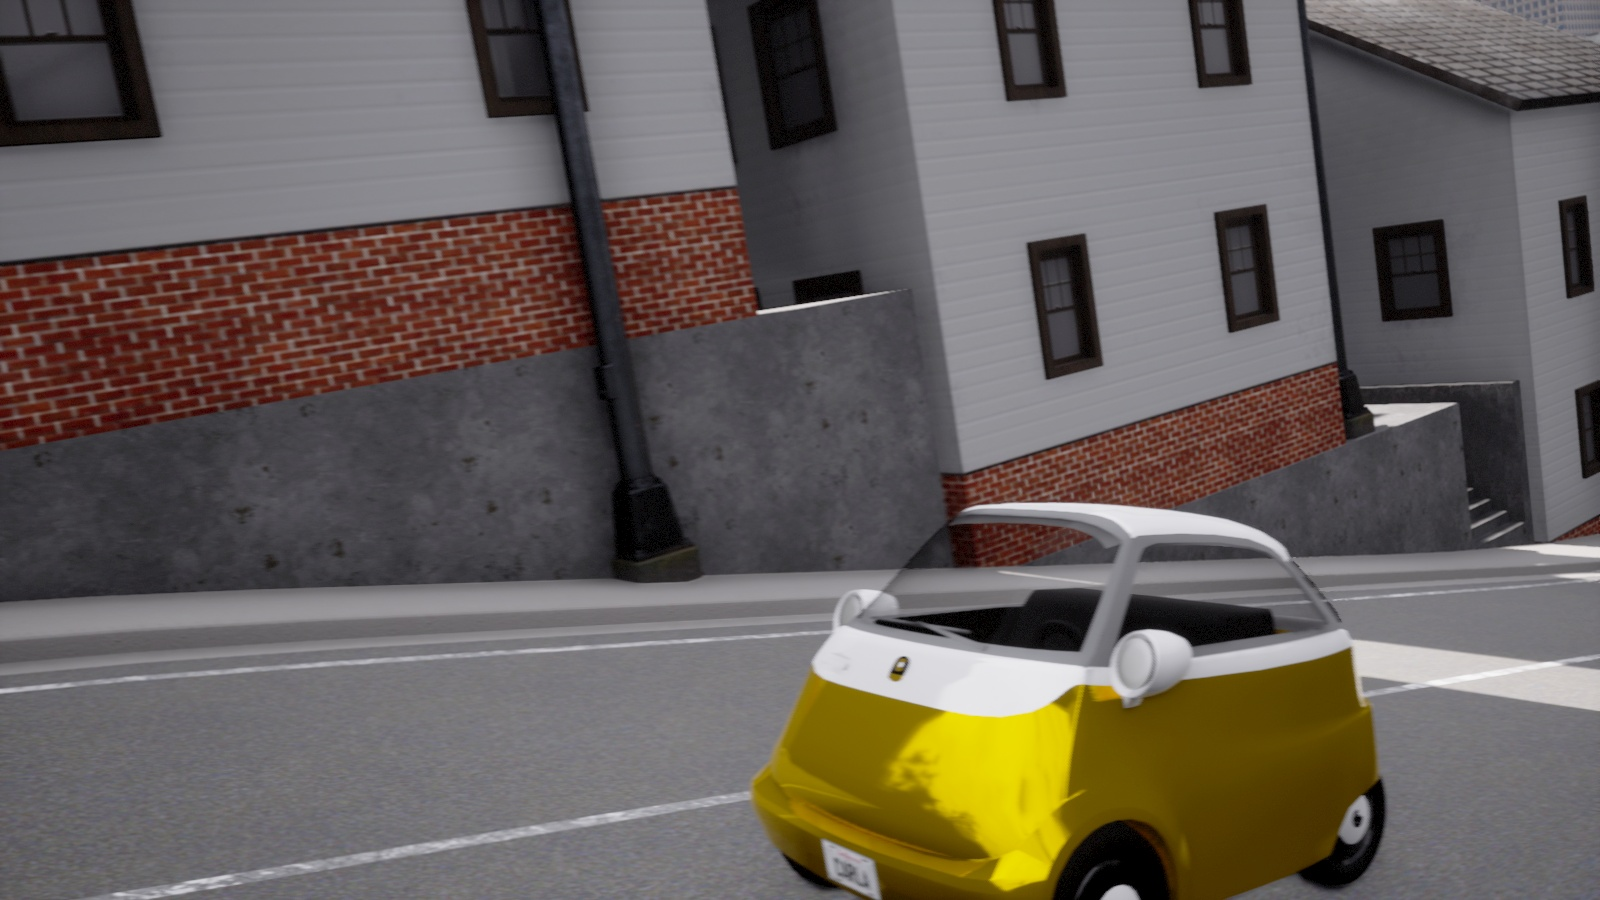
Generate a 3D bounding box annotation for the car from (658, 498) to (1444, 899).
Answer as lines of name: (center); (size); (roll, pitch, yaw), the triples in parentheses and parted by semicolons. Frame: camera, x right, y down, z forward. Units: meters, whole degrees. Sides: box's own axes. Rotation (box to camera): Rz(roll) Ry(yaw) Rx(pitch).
car: (0.863, 0.872, 4.255); (2.207, 1.376, 1.481); (2, -1, -35)
